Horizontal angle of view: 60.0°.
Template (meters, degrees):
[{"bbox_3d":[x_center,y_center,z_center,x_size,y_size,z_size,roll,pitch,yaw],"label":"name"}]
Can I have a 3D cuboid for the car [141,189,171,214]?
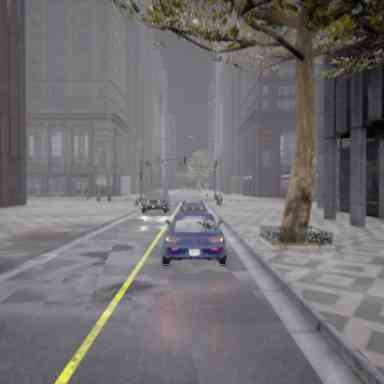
[{"bbox_3d":[-3.085,0.755,29.323,2.150,2.045,5.566,0,1,0],"label":"car"}]

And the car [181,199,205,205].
[{"bbox_3d":[0.080,1.179,26.426,1.895,1.301,4.718,0,1,0],"label":"car"}]

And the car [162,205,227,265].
[{"bbox_3d":[0.074,1.352,10.840,1.812,1.442,4.674,0,1,0],"label":"car"}]
